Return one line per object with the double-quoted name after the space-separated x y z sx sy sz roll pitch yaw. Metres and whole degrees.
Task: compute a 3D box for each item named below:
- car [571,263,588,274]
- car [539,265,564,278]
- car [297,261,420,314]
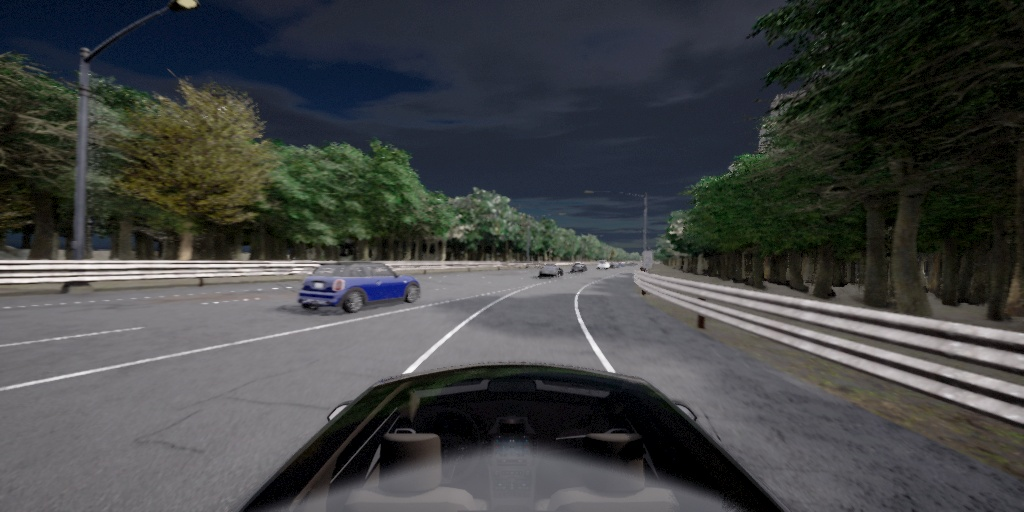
10.070 1.843 53.773 1.812 1.442 4.674 1 0 21 "car"
4.317 1.633 38.847 1.994 1.385 4.181 1 0 21 "car"
-5.447 1.000 13.498 2.097 1.767 4.553 1 0 21 "car"
